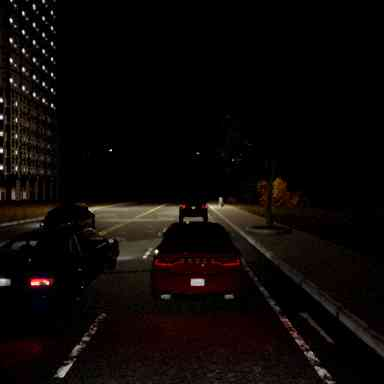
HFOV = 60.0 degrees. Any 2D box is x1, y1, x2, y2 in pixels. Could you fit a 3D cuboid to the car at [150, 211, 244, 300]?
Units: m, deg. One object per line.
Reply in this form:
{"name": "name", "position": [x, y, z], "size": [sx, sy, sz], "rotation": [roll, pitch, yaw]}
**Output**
{"name": "car", "position": [0.102, 1.477, 8.458], "size": [1.882, 1.535, 5.008], "rotation": [0, 0, 0]}

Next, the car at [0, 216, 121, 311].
{"name": "car", "position": [-3.148, 1.547, 8.033], "size": [2.033, 1.411, 5.357], "rotation": [0, 0, 0]}

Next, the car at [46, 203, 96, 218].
{"name": "car", "position": [-6.583, 1.524, 18.123], "size": [1.812, 1.442, 4.674], "rotation": [0, 0, 0]}

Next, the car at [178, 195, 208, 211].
{"name": "car", "position": [0.104, 1.219, 26.537], "size": [2.150, 2.045, 5.566], "rotation": [0, 0, 0]}
